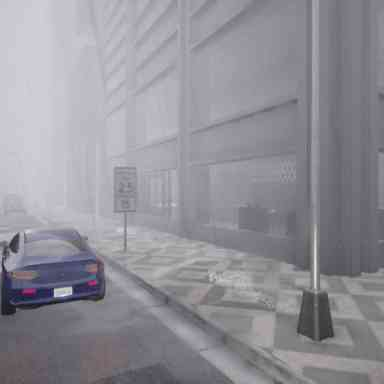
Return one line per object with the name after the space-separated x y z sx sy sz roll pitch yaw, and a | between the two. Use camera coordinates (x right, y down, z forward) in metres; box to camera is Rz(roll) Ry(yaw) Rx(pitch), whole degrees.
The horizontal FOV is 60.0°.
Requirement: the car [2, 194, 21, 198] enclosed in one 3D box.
-23.089 1.236 42.900 2.150 2.045 5.566 0 0 -29 | car

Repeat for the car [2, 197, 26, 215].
-17.925 1.558 33.791 2.033 1.411 5.357 0 0 -29 | car

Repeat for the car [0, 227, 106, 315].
-3.307 1.527 7.641 1.812 1.442 4.674 0 0 -29 | car
